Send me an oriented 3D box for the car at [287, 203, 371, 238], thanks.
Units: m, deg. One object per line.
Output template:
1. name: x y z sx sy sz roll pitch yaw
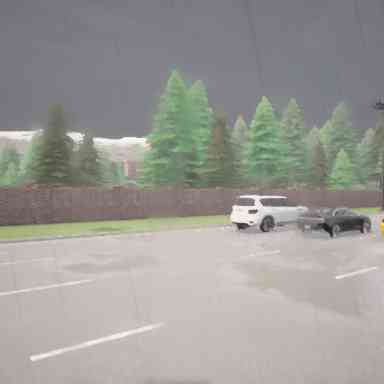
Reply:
1. car: 7.678 1.505 17.827 4.902 1.511 2.128 0 0 -35

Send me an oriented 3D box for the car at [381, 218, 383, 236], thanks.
1. car: 10.991 1.492 15.885 5.008 1.535 1.882 0 0 -35

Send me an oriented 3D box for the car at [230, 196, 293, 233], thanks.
1. car: 4.841 1.233 20.103 5.566 2.045 2.150 0 0 -35
